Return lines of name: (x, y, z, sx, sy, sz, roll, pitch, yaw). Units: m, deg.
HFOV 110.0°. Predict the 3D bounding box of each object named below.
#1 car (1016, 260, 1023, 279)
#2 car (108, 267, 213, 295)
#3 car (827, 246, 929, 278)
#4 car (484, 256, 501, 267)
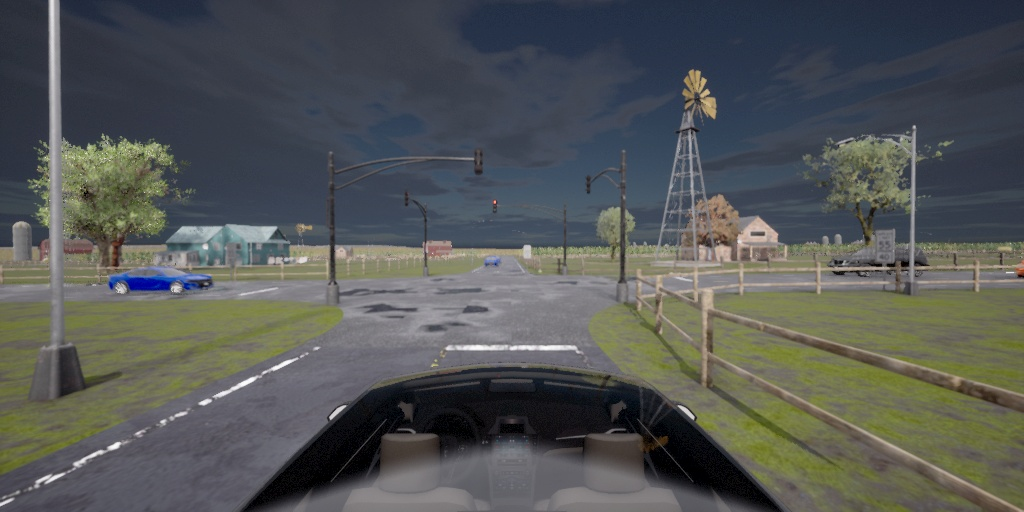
car: (32.943, 0.511, 21.004, 4.553, 1.767, 2.097, -1, 2, 0)
car: (-20.301, 1.371, 20.861, 5.008, 1.535, 1.882, -1, 2, 0)
car: (25.002, 0.388, 24.576, 5.566, 2.045, 2.150, -1, 2, 0)
car: (-2.994, 0.809, 52.309, 1.882, 1.535, 5.008, 0, 0, 0)
